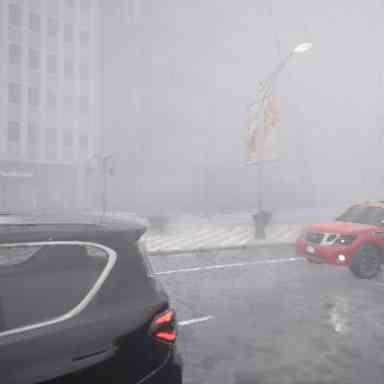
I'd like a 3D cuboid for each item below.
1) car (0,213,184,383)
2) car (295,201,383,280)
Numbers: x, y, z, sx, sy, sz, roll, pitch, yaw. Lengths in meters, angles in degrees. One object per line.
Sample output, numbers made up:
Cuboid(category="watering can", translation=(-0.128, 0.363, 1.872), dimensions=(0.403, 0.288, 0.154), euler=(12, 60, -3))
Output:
Cuboid(category="car", translation=(-2.665, 1.205, 1.910), dimensions=(5.566, 2.045, 2.150), euler=(1, -1, -36))
Cuboid(category="car", translation=(5.987, 1.313, 10.305), dimensions=(5.566, 2.045, 2.150), euler=(1, -1, -19))
